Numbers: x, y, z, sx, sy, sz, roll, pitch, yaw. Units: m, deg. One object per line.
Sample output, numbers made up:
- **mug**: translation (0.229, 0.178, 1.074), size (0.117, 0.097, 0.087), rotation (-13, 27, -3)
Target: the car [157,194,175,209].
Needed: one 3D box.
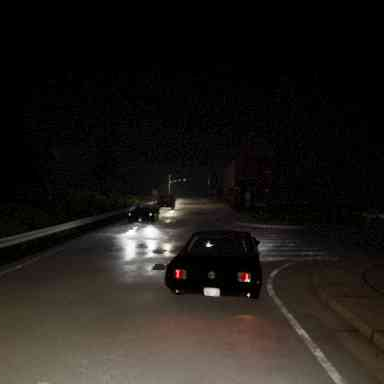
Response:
- **car**: translation (-3.429, 1.349, 44.966), size (2.150, 2.045, 5.566), rotation (0, 0, 0)

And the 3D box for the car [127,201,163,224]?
- **car**: translation (-3.559, 1.628, 25.045), size (1.895, 1.301, 4.718), rotation (0, 0, 0)

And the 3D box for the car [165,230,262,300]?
- **car**: translation (0.785, 1.610, 8.488), size (1.895, 1.301, 4.718), rotation (0, 0, 10)

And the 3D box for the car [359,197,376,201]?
- **car**: translation (27.534, 1.563, 52.599), size (1.816, 1.474, 4.193), rotation (0, 0, 0)
